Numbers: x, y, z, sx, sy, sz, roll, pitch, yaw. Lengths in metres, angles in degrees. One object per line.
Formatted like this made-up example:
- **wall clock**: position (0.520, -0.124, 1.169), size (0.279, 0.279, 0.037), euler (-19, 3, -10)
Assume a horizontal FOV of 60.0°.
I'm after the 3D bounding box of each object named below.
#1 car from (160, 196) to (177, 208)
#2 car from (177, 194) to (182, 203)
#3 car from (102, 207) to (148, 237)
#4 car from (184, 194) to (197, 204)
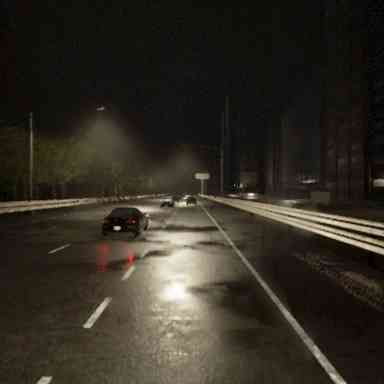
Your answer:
- **car**: position (-3.635, 1.666, 49.961), size (1.895, 1.301, 4.718), euler (0, 0, 0)
- **car**: position (-3.806, 1.637, 75.970), size (1.837, 1.490, 4.892), euler (0, 0, 0)
- **car**: position (-3.520, 1.535, 17.937), size (1.812, 1.442, 4.674), euler (0, 0, 0)
- **car**: position (-0.119, 1.604, 64.289), size (1.837, 1.490, 4.892), euler (0, 0, 0)
